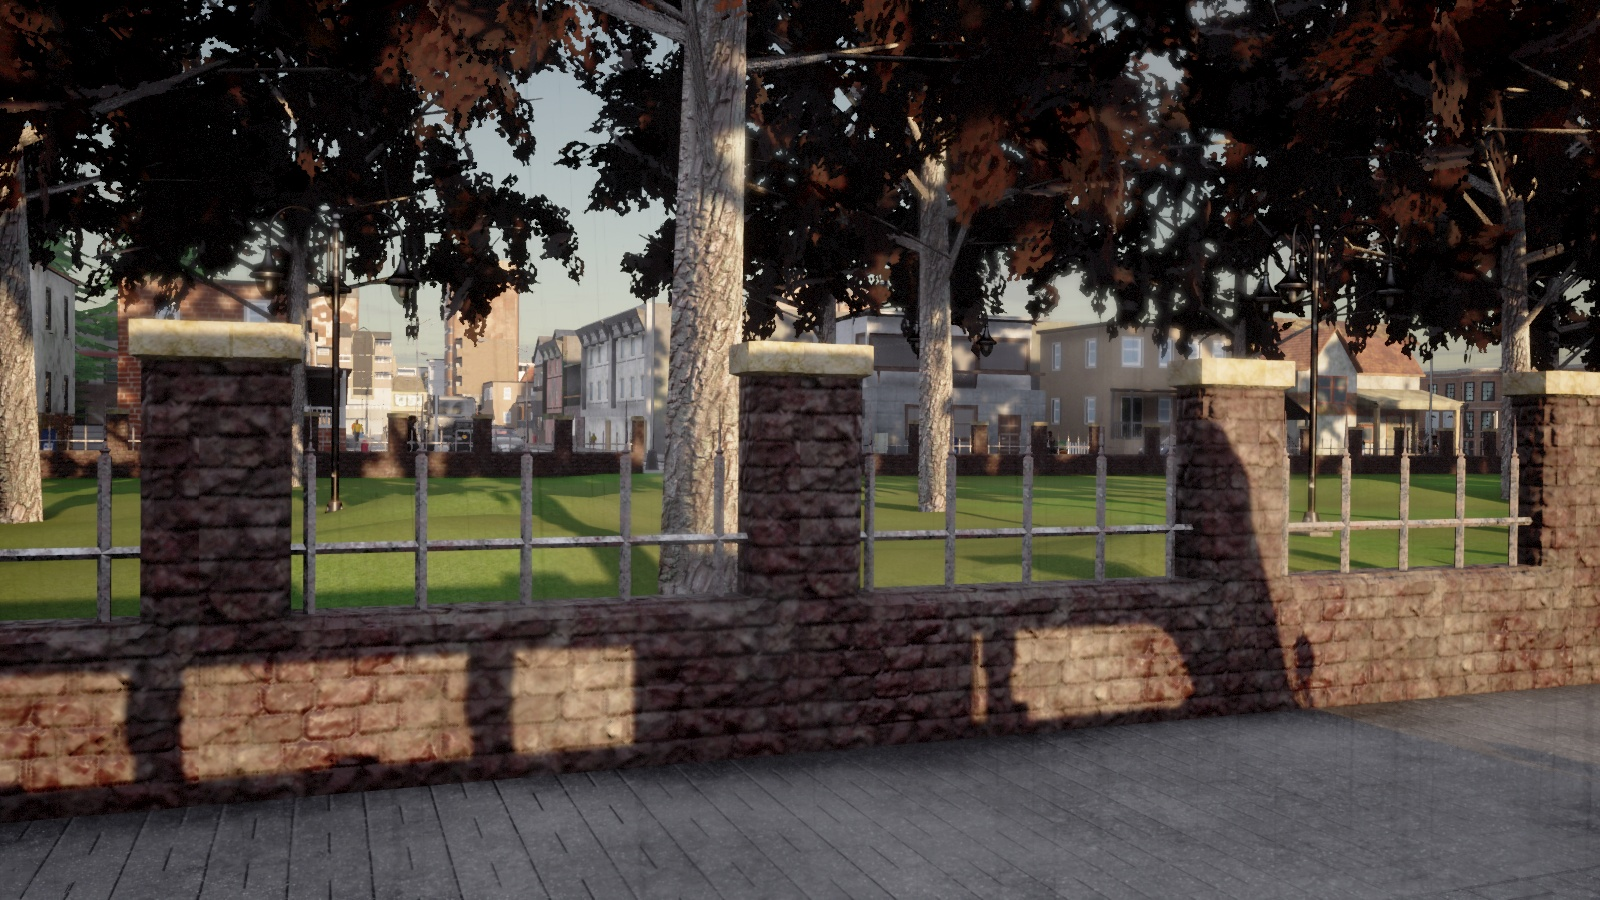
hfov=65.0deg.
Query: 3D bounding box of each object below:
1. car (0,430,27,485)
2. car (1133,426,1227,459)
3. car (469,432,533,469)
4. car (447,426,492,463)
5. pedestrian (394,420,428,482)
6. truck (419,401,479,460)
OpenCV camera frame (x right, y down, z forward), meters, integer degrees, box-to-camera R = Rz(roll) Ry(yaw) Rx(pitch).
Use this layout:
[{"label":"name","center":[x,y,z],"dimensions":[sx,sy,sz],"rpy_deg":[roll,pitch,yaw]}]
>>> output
[{"label":"car","center":[-26.395,0.246,37.824],"dimensions":[5.027,1.651,2.152],"rpy_deg":[-1,1,-24]},{"label":"car","center":[17.850,-0.389,59.012],"dimensions":[3.806,1.475,1.970],"rpy_deg":[-1,1,-21]},{"label":"car","center":[-13.193,-0.002,55.232],"dimensions":[2.128,1.511,4.902],"rpy_deg":[-1,1,-21]},{"label":"car","center":[-17.608,-0.304,66.870],"dimensions":[1.905,1.878,3.866],"rpy_deg":[-1,1,-21]},{"label":"pedestrian","center":[-11.698,0.019,37.781],"dimensions":[0.899,1.844,0.634],"rpy_deg":[-1,1,-21]},{"label":"truck","center":[-21.987,-1.221,78.378],"dimensions":[2.891,3.462,7.936],"rpy_deg":[-1,1,-21]}]
